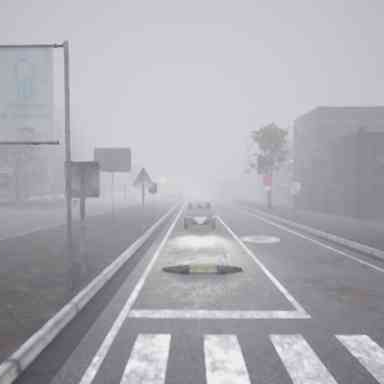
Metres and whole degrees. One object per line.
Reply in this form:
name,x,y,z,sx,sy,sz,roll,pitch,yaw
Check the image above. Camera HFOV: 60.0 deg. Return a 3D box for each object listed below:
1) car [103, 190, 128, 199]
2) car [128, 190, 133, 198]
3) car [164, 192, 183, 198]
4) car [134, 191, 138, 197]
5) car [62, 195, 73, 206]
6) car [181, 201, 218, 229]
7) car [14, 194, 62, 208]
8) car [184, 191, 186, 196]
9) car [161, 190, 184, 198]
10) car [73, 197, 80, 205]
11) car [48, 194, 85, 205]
car,-18.045,0.796,76.883,5.008,1.535,2.097,0,0,0
car,-18.034,0.772,82.451,5.008,1.535,2.097,0,0,0
car,-4.935,0.789,88.000,4.892,1.521,2.231,0,0,0
car,-17.968,0.637,90.806,4.553,1.767,2.185,0,0,0
car,-18.186,1.068,41.977,4.892,1.521,2.231,0,0,0
car,0.442,1.324,20.175,2.128,1.511,4.902,0,0,0
car,-18.202,1.133,38.701,4.674,1.452,2.002,0,0,0
car,-4.977,0.548,82.395,5.566,2.045,2.435,0,0,0
car,-4.954,0.811,79.595,4.892,1.521,2.231,0,0,0
car,-18.184,1.041,45.250,5.008,1.535,2.097,0,0,0
car,-18.163,1.056,48.399,4.674,1.452,2.002,0,0,0
